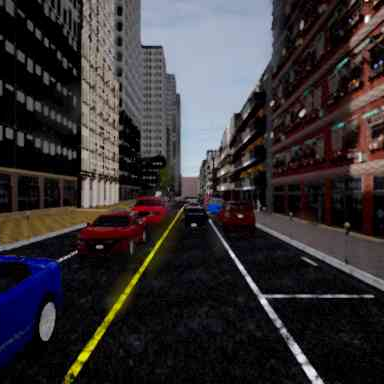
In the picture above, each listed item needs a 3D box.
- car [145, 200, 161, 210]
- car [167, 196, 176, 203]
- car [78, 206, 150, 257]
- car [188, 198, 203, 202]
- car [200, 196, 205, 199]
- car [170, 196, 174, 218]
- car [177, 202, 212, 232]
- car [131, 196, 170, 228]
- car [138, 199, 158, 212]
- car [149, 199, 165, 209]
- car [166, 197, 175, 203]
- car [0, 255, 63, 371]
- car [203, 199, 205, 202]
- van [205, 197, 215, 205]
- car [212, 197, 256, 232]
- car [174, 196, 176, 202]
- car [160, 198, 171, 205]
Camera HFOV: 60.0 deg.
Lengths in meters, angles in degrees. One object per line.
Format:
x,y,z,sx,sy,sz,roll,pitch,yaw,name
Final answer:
-5.670,1.848,48.514,1.752,1.417,4.829,0,0,0,car
-5.648,1.957,93.092,2.192,1.841,5.009,0,0,0,car
-3.076,1.566,13.568,1.882,1.535,5.008,0,0,0,car
0.108,1.876,46.530,1.994,1.385,4.181,0,0,0,car
2.711,1.644,48.683,2.192,1.841,5.009,0,0,0,car
-2.986,1.467,29.362,2.097,1.767,4.553,0,0,0,car
0.110,1.648,21.474,1.837,1.490,4.892,0,0,0,car
-3.059,1.380,24.112,2.150,2.045,5.566,0,0,0,car
-5.672,1.725,43.134,1.967,1.590,4.097,0,0,0,car
-5.667,1.913,54.235,2.008,1.369,4.403,0,0,0,car
-5.651,2.041,87.541,1.967,1.590,4.097,0,0,0,car
-3.088,1.500,3.555,1.882,1.535,5.008,0,0,0,car
2.709,1.841,43.130,2.008,1.369,4.403,0,0,0,car
2.706,1.594,37.581,1.690,1.788,3.998,0,0,0,van
2.698,1.456,20.929,2.192,1.841,5.009,0,0,0,car
-5.653,2.143,81.989,1.802,1.307,4.206,0,0,0,car
-5.659,2.032,70.887,2.008,1.369,4.403,0,0,0,car
